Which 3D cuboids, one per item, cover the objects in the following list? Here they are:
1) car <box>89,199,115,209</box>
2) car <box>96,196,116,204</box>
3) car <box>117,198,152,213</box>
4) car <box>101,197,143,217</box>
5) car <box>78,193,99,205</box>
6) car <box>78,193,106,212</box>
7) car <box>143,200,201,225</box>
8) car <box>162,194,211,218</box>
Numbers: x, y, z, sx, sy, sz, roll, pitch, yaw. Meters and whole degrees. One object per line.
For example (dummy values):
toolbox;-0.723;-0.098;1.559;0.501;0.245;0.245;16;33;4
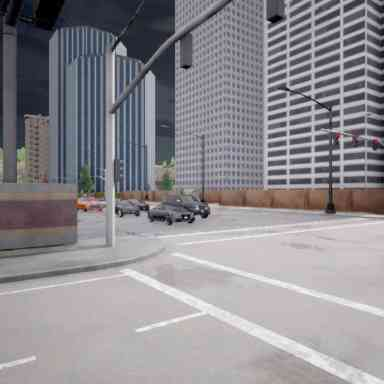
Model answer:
car;-12.429;1.601;45.744;1.895;1.301;4.718;0;0;-35
car;-16.667;1.547;64.169;2.033;1.411;5.357;0;0;-34
car;-6.508;1.478;37.328;1.882;1.535;5.008;0;0;-35
car;-6.541;1.505;31.303;1.837;1.490;4.892;0;0;-35
car;-19.256;1.222;61.786;2.150;2.045;5.566;0;0;-35
car;-12.189;1.352;39.315;2.097;1.767;4.553;0;0;-35
car;-1.563;1.564;24.257;1.994;1.385;4.181;0;0;-35
car;-0.715;1.221;29.123;2.150;2.045;5.566;0;0;-35
